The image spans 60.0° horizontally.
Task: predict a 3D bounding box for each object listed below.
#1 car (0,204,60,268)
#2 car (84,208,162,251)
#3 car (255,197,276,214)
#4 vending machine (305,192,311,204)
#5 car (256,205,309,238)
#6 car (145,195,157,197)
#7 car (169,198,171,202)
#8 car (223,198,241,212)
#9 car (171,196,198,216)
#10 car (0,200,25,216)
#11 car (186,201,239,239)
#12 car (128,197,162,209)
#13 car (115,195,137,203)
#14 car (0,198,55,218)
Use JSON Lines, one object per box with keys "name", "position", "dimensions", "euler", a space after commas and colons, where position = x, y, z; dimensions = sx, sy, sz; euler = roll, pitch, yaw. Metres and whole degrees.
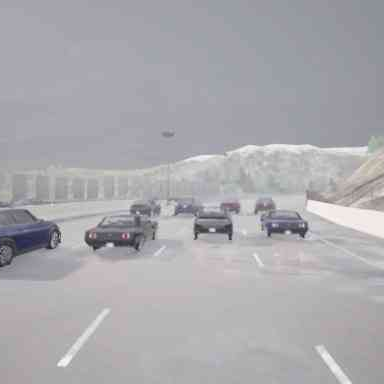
{"name": "car", "position": [-6.375, 1.315, 11.405], "dimensions": [2.097, 1.767, 4.553], "euler": [0, 0, 4]}
{"name": "car", "position": [-2.688, 1.568, 13.912], "dimensions": [1.895, 1.301, 4.718], "euler": [0, 0, 5]}
{"name": "car", "position": [7.704, 1.303, 34.974], "dimensions": [2.097, 1.767, 4.553], "euler": [0, 0, 13]}
{"name": "vending machine", "position": [22.079, 1.126, 63.207], "dimensions": [1.100, 2.100, 0.880], "euler": [0, 0, 24]}
{"name": "car", "position": [4.721, 1.578, 17.668], "dimensions": [1.895, 1.301, 4.718], "euler": [0, 0, 7]}
{"name": "car", "position": [-8.405, 1.356, 66.707], "dimensions": [1.837, 1.490, 4.892], "euler": [0, 1, 21]}
{"name": "car", "position": [-3.459, 1.429, 69.572], "dimensions": [1.895, 1.301, 4.718], "euler": [0, 0, 22]}
{"name": "car", "position": [4.115, 1.420, 35.037], "dimensions": [1.882, 1.535, 5.008], "euler": [0, 0, 12]}
{"name": "car", "position": [-0.217, 1.292, 31.317], "dimensions": [2.097, 1.767, 4.553], "euler": [0, 0, 11]}
{"name": "car", "position": [-18.208, 1.499, 31.398], "dimensions": [1.895, 1.301, 4.718], "euler": [0, 0, 10]}
{"name": "car", "position": [1.160, 1.461, 17.108], "dimensions": [2.128, 1.511, 4.902], "euler": [0, 0, 6]}
{"name": "car", "position": [-4.067, 1.438, 29.772], "dimensions": [1.837, 1.490, 4.892], "euler": [0, 0, 10]}
{"name": "car", "position": [-12.805, 1.324, 64.883], "dimensions": [1.882, 1.535, 5.008], "euler": [0, 0, 20]}
{"name": "car", "position": [-14.845, 1.399, 30.198], "dimensions": [2.128, 1.511, 4.902], "euler": [0, 0, 10]}
